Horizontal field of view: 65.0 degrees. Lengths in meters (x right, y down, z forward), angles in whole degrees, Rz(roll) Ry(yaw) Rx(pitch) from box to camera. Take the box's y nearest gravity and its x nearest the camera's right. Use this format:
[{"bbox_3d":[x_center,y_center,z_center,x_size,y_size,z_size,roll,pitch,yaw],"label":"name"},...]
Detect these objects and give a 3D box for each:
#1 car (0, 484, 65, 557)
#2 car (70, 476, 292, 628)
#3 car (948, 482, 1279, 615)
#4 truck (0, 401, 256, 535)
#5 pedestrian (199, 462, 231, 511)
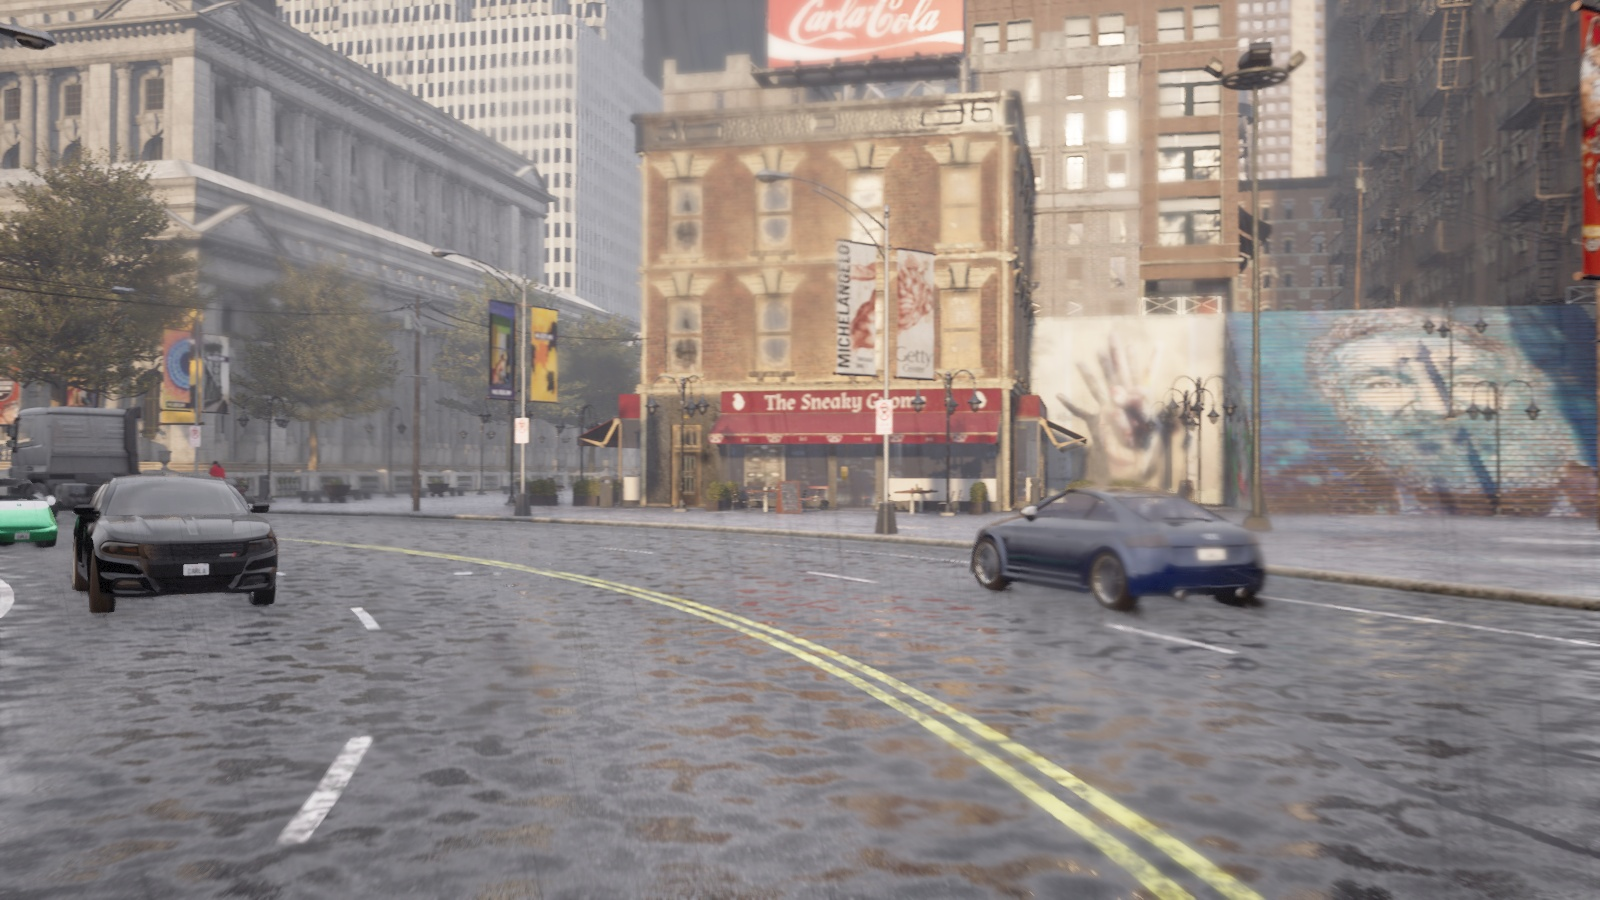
[{"bbox_3d":[-15.725,1.367,24.767,2.207,1.376,1.481,-2,-2,40],"label":"car"},{"bbox_3d":[-7.744,1.091,15.424,1.882,1.535,5.008,0,-1,-33],"label":"car"},{"bbox_3d":[3.759,1.125,15.881,1.994,1.385,4.181,0,-1,-21],"label":"car"},{"bbox_3d":[-19.358,0.537,35.980,7.936,3.462,2.891,-1,-1,32],"label":"truck"},{"bbox_3d":[-22.134,1.383,47.488,0.899,1.844,0.634,-1,-1,17],"label":"pedestrian"}]
